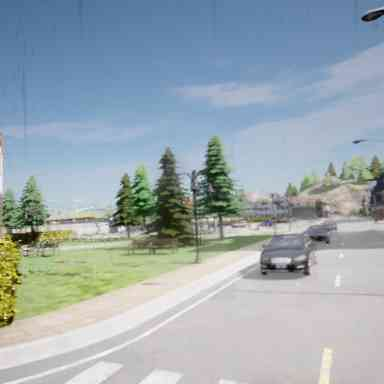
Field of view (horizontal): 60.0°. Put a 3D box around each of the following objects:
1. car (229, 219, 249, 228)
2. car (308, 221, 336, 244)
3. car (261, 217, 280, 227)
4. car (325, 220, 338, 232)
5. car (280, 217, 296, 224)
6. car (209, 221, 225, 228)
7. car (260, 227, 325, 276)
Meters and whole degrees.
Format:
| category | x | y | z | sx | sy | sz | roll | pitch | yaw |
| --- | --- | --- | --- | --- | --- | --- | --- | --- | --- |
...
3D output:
| category | x | y | z | sx | sy | sz | roll | pitch | yaw |
| --- | --- | --- | --- | --- | --- | --- | --- | --- | --- |
| car | 11.582 | 7.830 | 79.678 | 3.806 | 1.475 | 1.970 | -6 | -6 | 25 |
| car | 10.215 | 3.365 | 26.958 | 2.033 | 1.411 | 5.357 | -6 | -6 | 25 |
| car | 17.027 | 6.978 | 73.883 | 3.633 | 1.501 | 1.845 | -6 | -6 | 25 |
| car | 17.547 | 4.281 | 42.397 | 1.812 | 1.442 | 4.674 | -6 | -6 | 25 |
| car | 25.007 | 7.718 | 90.652 | 4.605 | 1.855 | 1.932 | -6 | -6 | 25 |
| car | 6.724 | 9.430 | 95.120 | 3.633 | 1.501 | 1.845 | -6 | -6 | 25 |
| car | 4.204 | 2.526 | 14.148 | 2.128 | 1.511 | 4.902 | -6 | -6 | 25 |
